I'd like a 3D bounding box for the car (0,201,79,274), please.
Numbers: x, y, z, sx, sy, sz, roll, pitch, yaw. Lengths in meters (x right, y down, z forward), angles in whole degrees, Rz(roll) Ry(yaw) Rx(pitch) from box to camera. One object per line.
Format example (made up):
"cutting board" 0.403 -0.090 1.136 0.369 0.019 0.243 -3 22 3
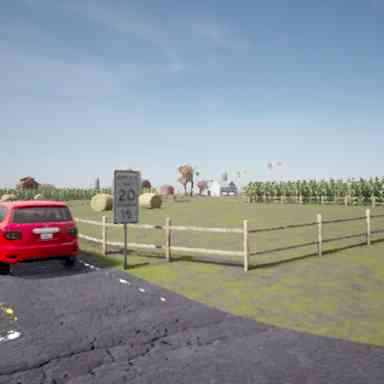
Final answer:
"car" -5.594 1.321 11.228 2.150 2.045 5.566 0 -1 -37
